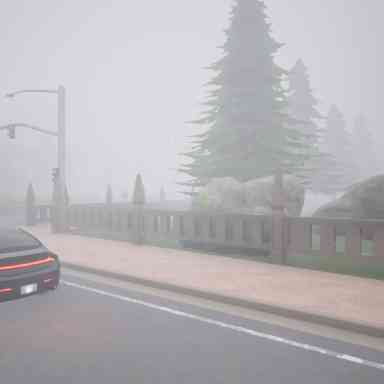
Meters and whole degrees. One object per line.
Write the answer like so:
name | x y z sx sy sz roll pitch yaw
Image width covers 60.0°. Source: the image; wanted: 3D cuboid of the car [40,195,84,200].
car | -17.500 1.526 44.882 1.812 1.442 4.674 0 0 36

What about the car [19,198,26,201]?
car | -23.985 1.547 41.846 2.033 1.411 5.357 0 0 36

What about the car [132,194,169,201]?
car | -5.930 1.460 48.702 2.128 1.511 4.902 0 1 35

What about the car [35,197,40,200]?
car | -23.686 1.505 48.268 1.837 1.490 4.892 0 0 36

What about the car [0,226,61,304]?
car | -4.919 1.505 7.445 4.892 1.490 1.837 0 0 36

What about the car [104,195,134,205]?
car | -12.634 1.383 57.707 2.128 1.511 4.902 0 2 36

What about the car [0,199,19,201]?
car | -22.604 1.564 37.772 1.994 1.385 4.181 0 0 36

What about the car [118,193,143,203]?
car | -11.915 1.151 64.705 1.837 1.490 4.892 0 3 36

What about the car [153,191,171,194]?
car | -5.974 0.845 60.982 2.150 2.045 5.566 0 3 36

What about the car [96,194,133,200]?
car | -12.138 1.479 52.384 1.837 1.490 4.892 0 1 36

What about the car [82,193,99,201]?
car | -17.985 1.197 56.227 2.150 2.045 5.566 0 1 36

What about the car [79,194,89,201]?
car | -18.492 1.491 49.508 2.128 1.511 4.902 0 0 36
